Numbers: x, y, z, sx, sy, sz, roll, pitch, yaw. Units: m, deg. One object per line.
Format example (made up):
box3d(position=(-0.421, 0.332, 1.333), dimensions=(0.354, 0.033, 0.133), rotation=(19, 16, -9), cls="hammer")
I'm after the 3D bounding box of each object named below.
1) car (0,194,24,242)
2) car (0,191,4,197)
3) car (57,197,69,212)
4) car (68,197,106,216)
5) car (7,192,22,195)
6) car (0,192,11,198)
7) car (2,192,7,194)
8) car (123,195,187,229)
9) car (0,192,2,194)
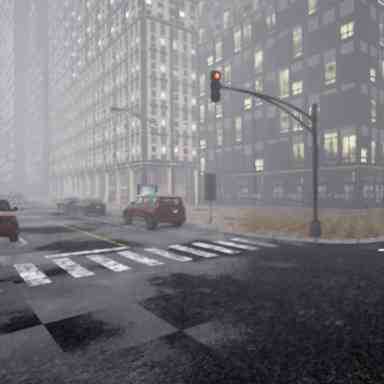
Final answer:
box3d(position=(-9.030, 1.144, 14.708), dimensions=(2.192, 1.841, 5.009), rotation=(1, 0, -36), cls="car")
box3d(position=(-47.966, 0.550, 82.505), dimensions=(2.008, 1.369, 4.403), rotation=(1, 0, -36), cls="car")
box3d(position=(-12.080, 1.189, 33.146), dimensions=(1.947, 1.339, 4.313), rotation=(1, 0, -36), cls="car")
box3d(position=(-8.817, 1.244, 28.658), dimensions=(1.947, 1.339, 4.313), rotation=(1, 0, -36), cls="car")
box3d(position=(-31.654, 0.831, 60.070), dimensions=(1.887, 1.381, 4.507), rotation=(1, 0, -36), cls="car")
box3d(position=(-41.441, 0.660, 73.531), dimensions=(1.887, 1.381, 4.507), rotation=(1, 0, -36), cls="car")
box3d(position=(-34.914, 0.670, 64.556), dimensions=(1.967, 1.590, 4.097), rotation=(1, 0, -36), cls="car")
box3d(position=(-2.289, 1.101, 19.684), dimensions=(2.192, 1.841, 5.009), rotation=(1, 0, -36), cls="car")
box3d(position=(-38.178, 0.717, 69.044), dimensions=(1.887, 1.381, 4.507), rotation=(1, 0, -36), cls="car")
